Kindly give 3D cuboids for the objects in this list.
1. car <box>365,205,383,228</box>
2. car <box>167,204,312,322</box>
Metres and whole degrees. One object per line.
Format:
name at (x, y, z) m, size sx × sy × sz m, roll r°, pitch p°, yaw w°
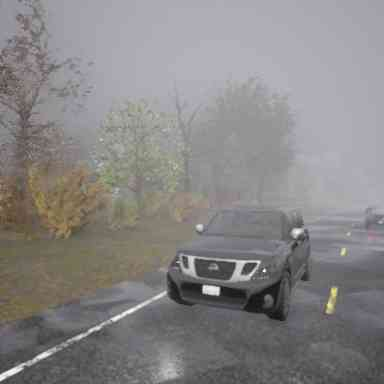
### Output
car at (14.082, 1.934, 24.961) m, size 1.812 × 1.442 × 4.674 m, roll 0°, pitch -1°, yaw 28°
car at (1.533, 1.333, 8.057) m, size 2.150 × 2.045 × 5.566 m, roll 0°, pitch -1°, yaw 26°
